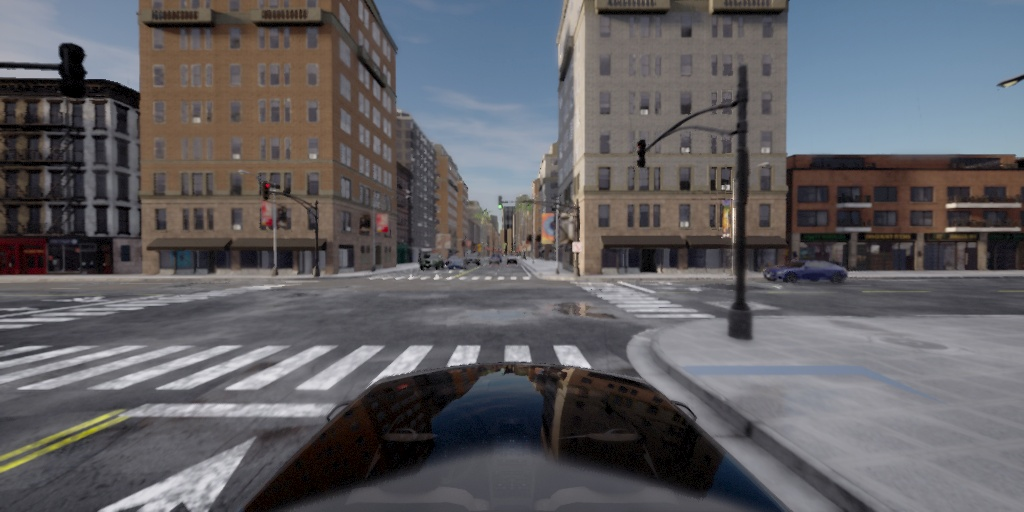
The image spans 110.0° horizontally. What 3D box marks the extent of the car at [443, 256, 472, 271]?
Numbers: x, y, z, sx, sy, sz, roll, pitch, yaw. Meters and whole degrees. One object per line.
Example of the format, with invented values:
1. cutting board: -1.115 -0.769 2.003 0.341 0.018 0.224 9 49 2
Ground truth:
1. car: -6.572 1.012 43.730 2.033 1.411 5.357 0 0 0

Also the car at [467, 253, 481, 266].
1. car: -6.527 0.587 59.970 2.150 2.045 5.566 0 0 1

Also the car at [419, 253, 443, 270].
1. car: -9.824 0.682 44.295 2.150 2.045 5.566 0 1 0

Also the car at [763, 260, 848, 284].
1. car: 18.699 0.996 22.920 4.674 1.442 1.812 0 1 0

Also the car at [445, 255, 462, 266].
1. car: -9.776 0.714 60.717 2.097 1.767 4.553 0 0 1

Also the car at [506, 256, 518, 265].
1. car: 0.008 0.811 65.489 1.882 1.535 5.008 0 0 0
